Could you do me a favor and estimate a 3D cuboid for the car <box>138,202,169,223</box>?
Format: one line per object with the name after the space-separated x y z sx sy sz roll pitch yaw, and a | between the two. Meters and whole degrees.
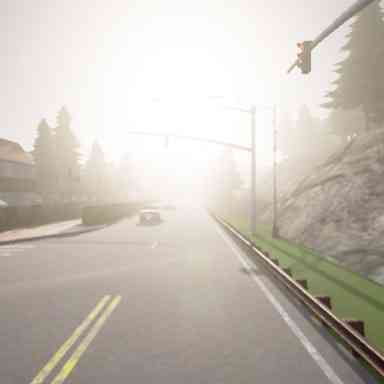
-3.505 1.849 29.353 2.128 1.511 4.902 0 -1 0 | car

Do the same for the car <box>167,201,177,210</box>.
-3.508 2.190 54.071 1.994 1.385 4.181 0 -1 0 | car
